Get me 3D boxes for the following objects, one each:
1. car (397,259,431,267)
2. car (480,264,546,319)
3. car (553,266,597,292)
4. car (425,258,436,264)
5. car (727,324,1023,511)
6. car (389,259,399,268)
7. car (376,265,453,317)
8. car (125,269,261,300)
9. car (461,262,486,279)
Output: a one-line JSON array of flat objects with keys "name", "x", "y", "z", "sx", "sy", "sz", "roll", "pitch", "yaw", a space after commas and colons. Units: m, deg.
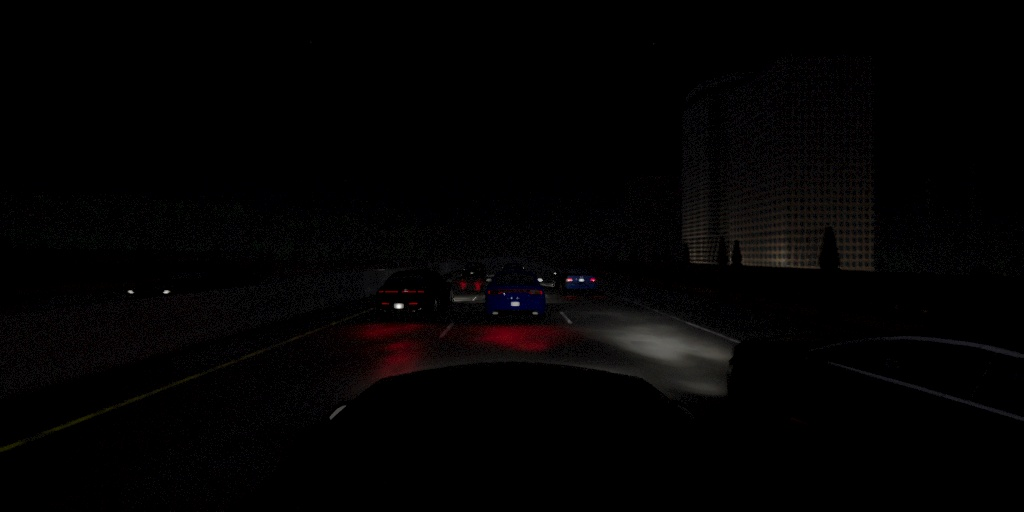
[{"name": "car", "x": -10.595, "y": 1.309, "z": 39.005, "sx": 1.994, "sy": 1.385, "sz": 4.181, "roll": 0, "pitch": 0, "yaw": 0}, {"name": "car", "x": 0.096, "y": 1.226, "z": 12.799, "sx": 1.882, "sy": 1.535, "sz": 5.008, "roll": 0, "pitch": 0, "yaw": 0}, {"name": "car", "x": 3.593, "y": 1.295, "z": 21.038, "sx": 2.033, "sy": 1.411, "sz": 5.357, "roll": 0, "pitch": 0, "yaw": 0}, {"name": "car", "x": -14.416, "y": 1.113, "z": 61.716, "sx": 2.097, "sy": 1.767, "sz": 4.553, "roll": 0, "pitch": 0, "yaw": -2}, {"name": "car", "x": 3.598, "y": 1.242, "z": 2.528, "sx": 2.128, "sy": 1.511, "sz": 4.902, "roll": 0, "pitch": 0, "yaw": 0}, {"name": "car", "x": -17.775, "y": 1.268, "z": 56.327, "sx": 1.812, "sy": 1.442, "sz": 4.674, "roll": 0, "pitch": 0, "yaw": -1}, {"name": "car", "x": -3.405, "y": 1.253, "z": 13.206, "sx": 1.837, "sy": 1.490, "sz": 4.892, "roll": 0, "pitch": 0, "yaw": 0}, {"name": "car", "x": -14.103, "y": 1.294, "z": 16.439, "sx": 2.033, "sy": 1.411, "sz": 5.357, "roll": 0, "pitch": 0, "yaw": 0}, {"name": "car", "x": -3.424, "y": 1.272, "z": 32.774, "sx": 1.812, "sy": 1.442, "sz": 4.674, "roll": 0, "pitch": 0, "yaw": 0}]
